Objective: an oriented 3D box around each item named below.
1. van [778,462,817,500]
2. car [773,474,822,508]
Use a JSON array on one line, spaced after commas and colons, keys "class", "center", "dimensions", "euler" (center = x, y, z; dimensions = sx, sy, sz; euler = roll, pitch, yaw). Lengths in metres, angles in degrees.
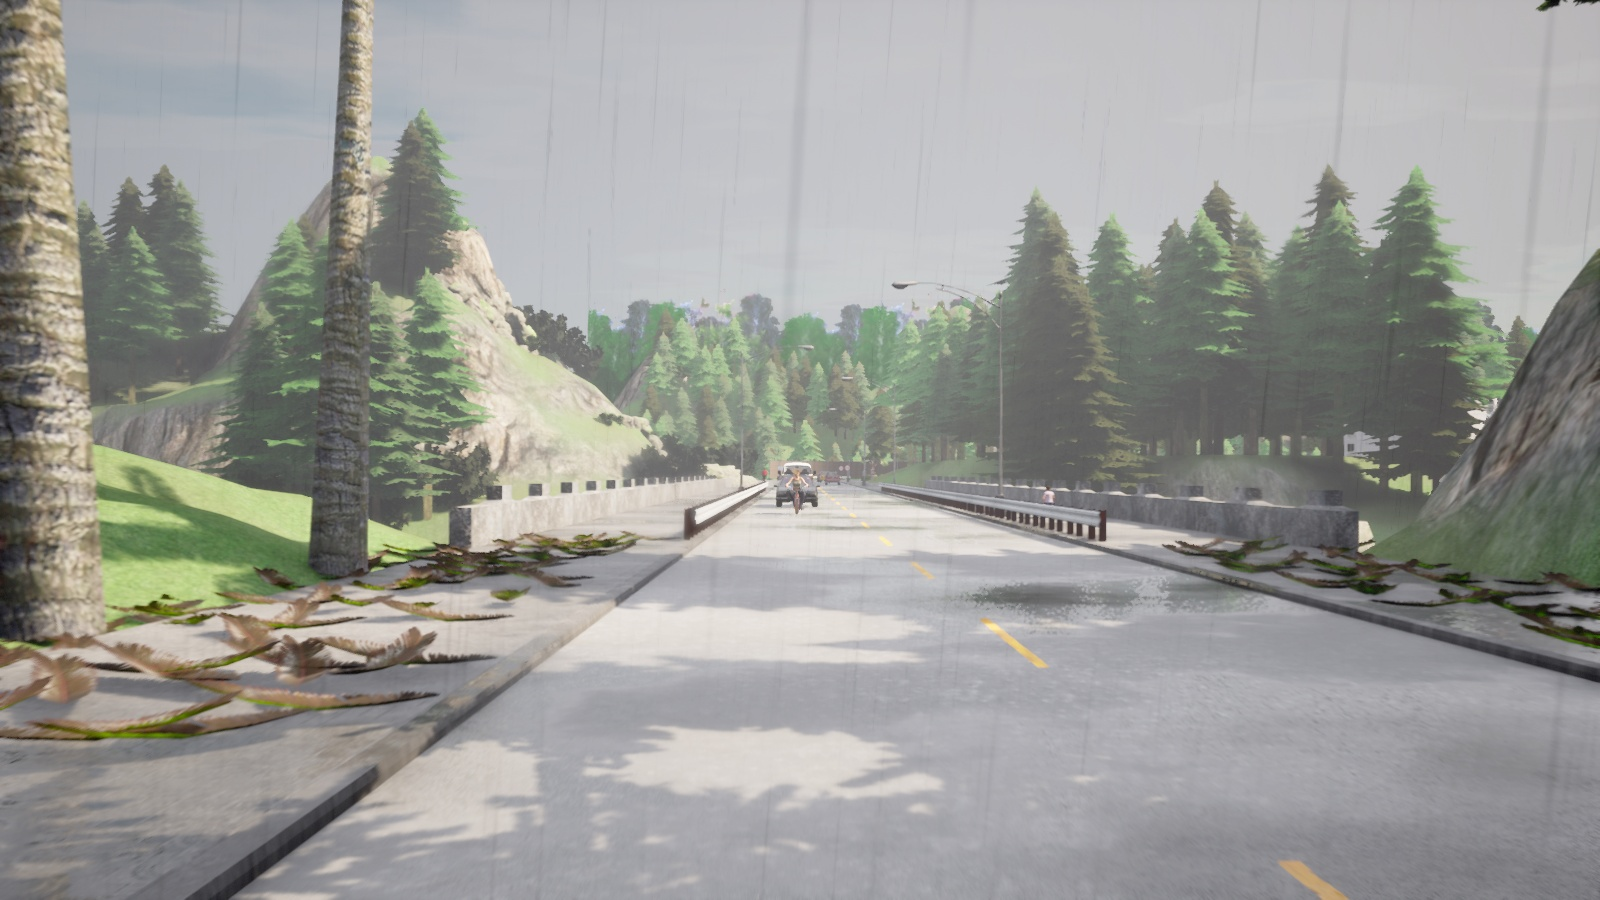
[{"class": "van", "center": [-0.151, 1.704, 69.455], "dimensions": [2.069, 2.038, 4.480], "euler": [0, -1, 0]}, {"class": "car", "center": [-0.119, 1.791, 55.479], "dimensions": [2.033, 1.411, 5.357], "euler": [0, -1, 0]}]
